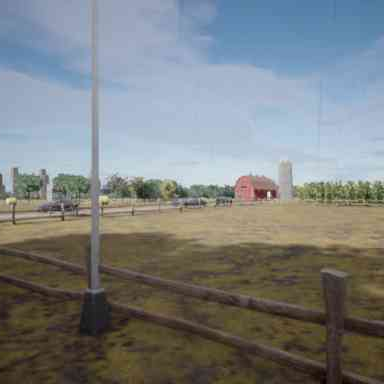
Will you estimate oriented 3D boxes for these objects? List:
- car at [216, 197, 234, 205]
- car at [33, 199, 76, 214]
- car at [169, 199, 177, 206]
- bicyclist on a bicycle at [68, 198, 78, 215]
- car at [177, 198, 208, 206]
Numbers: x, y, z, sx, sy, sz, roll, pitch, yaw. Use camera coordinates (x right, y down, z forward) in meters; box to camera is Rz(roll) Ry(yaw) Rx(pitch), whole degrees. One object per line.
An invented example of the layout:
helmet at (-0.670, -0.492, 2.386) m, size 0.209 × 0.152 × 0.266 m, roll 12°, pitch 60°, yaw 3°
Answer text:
car at (6.155, 1.624, 62.560) m, size 1.837 × 1.490 × 4.892 m, roll -2°, pitch -2°, yaw 35°
car at (-15.238, 1.622, 37.193) m, size 1.837 × 1.490 × 4.892 m, roll -2°, pitch -1°, yaw 35°
car at (-2.033, 1.720, 55.803) m, size 1.994 × 1.385 × 4.181 m, roll -2°, pitch -2°, yaw 36°
bicyclist on a bicycle at (-11.487, 1.427, 32.134) m, size 1.656 × 1.620 × 0.582 m, roll 0°, pitch 0°, yaw 35°
car at (0.479, 1.617, 54.426) m, size 2.033 × 1.411 × 5.357 m, roll -2°, pitch -1°, yaw 36°
